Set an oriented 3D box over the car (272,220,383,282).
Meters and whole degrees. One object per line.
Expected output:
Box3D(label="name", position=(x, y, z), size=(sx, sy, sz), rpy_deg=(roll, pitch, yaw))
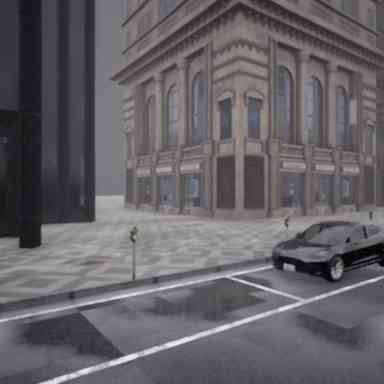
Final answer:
Box3D(label="car", position=(4.233, 1.529, 9.666), size=(4.313, 1.339, 1.947), rpy_deg=(0, 0, -36))
